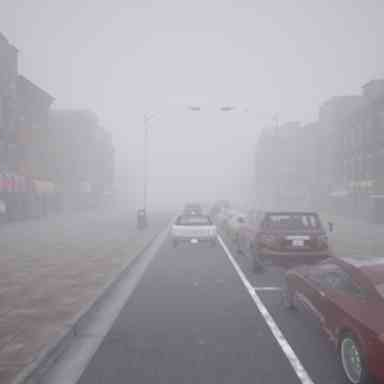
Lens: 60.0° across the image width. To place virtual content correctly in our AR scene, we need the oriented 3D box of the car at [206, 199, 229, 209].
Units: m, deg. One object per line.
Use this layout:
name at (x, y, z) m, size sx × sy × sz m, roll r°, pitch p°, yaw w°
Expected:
car at (2.753, 1.549, 32.644) m, size 2.097 × 1.767 × 4.553 m, roll 0°, pitch 0°, yaw 0°

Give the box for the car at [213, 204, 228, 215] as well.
car at (2.644, 1.709, 22.030) m, size 1.802 × 1.307 × 4.206 m, roll 0°, pitch 0°, yaw 0°

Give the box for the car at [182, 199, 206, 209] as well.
car at (0.100, 1.703, 32.684) m, size 1.837 × 1.490 × 4.892 m, roll 0°, pitch 0°, yaw 0°

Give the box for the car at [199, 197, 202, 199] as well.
car at (2.645, 1.923, 56.077) m, size 2.008 × 1.369 × 4.403 m, roll 0°, pitch 0°, yaw 0°

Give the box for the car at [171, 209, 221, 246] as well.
car at (0.099, 1.688, 15.629) m, size 1.895 × 1.301 × 4.718 m, roll 0°, pitch 0°, yaw 0°

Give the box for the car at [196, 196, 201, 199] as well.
car at (2.647, 2.177, 85.106) m, size 1.887 × 1.381 × 4.507 m, roll 0°, pitch -1°, yaw 0°

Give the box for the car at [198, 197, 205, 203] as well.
car at (2.647, 2.216, 90.956) m, size 1.752 × 1.417 × 4.829 m, roll 0°, pitch -1°, yaw 0°

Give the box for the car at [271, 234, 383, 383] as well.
car at (2.643, 1.609, 5.007) m, size 1.802 × 1.307 × 4.206 m, roll 0°, pitch 0°, yaw 0°

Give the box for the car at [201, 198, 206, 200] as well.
car at (2.645, 1.893, 50.401) m, size 1.947 × 1.339 × 4.313 m, roll 0°, pitch 0°, yaw 0°

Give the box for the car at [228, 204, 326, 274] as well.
car at (2.645, 1.373, 10.683) m, size 2.192 × 1.841 × 5.009 m, roll 0°, pitch 0°, yaw 0°

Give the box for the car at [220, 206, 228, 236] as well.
car at (2.644, 1.618, 16.526) m, size 1.752 × 1.417 × 4.829 m, roll 0°, pitch 0°, yaw 0°
